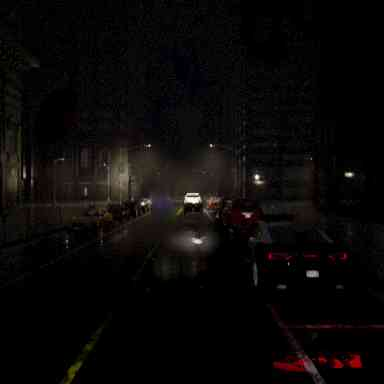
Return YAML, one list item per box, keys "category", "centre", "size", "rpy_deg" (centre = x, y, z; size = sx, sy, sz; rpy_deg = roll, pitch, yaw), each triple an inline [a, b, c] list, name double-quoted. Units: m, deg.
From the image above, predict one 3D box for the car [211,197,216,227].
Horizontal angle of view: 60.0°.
- category: "car"
  centre: [2.817, 1.286, 24.699]
  size: [2.192, 1.841, 5.009]
  rpy_deg: [0, 0, 0]

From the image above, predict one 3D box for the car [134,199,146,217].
- category: "car"
  centre: [-5.693, 1.533, 30.353]
  size: [1.947, 1.339, 4.313]
  rpy_deg: [0, 0, 0]

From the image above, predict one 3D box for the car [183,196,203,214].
- category: "car"
  centre: [0.142, 1.456, 34.245]
  size: [2.128, 1.511, 4.902]
  rpy_deg: [0, 0, 1]

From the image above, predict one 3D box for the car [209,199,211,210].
- category: "car"
  centre: [2.832, 1.533, 30.336]
  size: [1.947, 1.339, 4.313]
  rpy_deg: [0, 0, 0]

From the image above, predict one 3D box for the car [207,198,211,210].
- category: "car"
  centre: [2.858, 1.400, 41.608]
  size: [1.967, 1.590, 4.097]
  rpy_deg: [0, 0, 0]

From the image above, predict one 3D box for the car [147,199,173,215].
- category: "car"
  centre: [-3.009, 1.442, 33.732]
  size: [1.882, 1.535, 5.008]
  rpy_deg: [0, 0, 0]

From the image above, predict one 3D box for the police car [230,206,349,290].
- category: "police car"
  centre: [2.389, 1.413, 9.155]
  size: [1.930, 1.638, 5.238]
  rpy_deg: [0, 0, 0]

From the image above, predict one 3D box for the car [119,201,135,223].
- category: "car"
  centre: [-5.706, 1.553, 24.717]
  size: [1.802, 1.307, 4.206]
  rpy_deg: [0, 0, 0]

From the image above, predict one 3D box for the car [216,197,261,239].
- category: "car"
  centre: [2.804, 1.292, 19.063]
  size: [2.192, 1.841, 5.009]
  rpy_deg: [0, 0, 0]

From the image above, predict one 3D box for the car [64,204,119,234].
- category: "car"
  centre: [-5.721, 1.502, 18.910]
  size: [1.752, 1.417, 4.829]
  rpy_deg: [0, 0, 0]

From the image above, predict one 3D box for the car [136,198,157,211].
- category: "car"
  centre: [-5.666, 1.511, 41.627]
  size: [2.008, 1.369, 4.403]
  rpy_deg: [0, 0, 0]

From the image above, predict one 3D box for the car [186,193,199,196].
- category: "car"
  centre: [0.107, 1.180, 44.269]
  size: [2.150, 2.045, 5.566]
  rpy_deg: [0, 0, 0]
